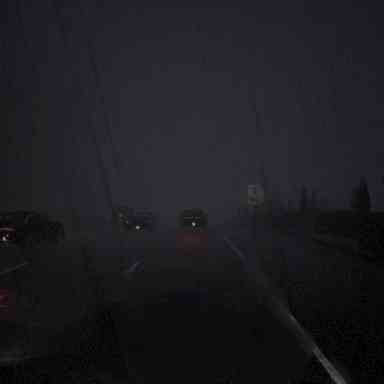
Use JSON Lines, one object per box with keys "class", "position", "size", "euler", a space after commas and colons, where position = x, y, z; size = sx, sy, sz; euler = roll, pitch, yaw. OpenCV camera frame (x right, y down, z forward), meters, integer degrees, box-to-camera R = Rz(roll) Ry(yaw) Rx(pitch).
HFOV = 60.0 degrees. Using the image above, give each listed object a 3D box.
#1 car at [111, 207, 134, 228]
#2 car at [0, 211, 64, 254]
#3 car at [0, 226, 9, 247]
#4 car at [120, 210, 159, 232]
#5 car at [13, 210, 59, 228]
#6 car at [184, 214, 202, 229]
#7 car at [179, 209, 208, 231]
{"class": "car", "position": [-6.890, 2.705, 34.721], "size": [2.150, 2.045, 5.566], "euler": [0, -6, 0]}
{"class": "car", "position": [-6.897, 1.546, 13.685], "size": [2.128, 1.511, 4.902], "euler": [0, -1, 0]}
{"class": "car", "position": [-3.400, 1.348, 1.946], "size": [2.097, 1.767, 4.553], "euler": [0, 0, 0]}
{"class": "car", "position": [-3.394, 2.064, 23.077], "size": [1.895, 1.301, 4.718], "euler": [0, -4, 0]}
{"class": "car", "position": [-14.067, 2.537, 30.302], "size": [1.837, 1.490, 4.892], "euler": [0, -6, 0]}
{"class": "car", "position": [0.112, 3.797, 42.582], "size": [2.097, 1.767, 4.553], "euler": [0, -7, 0]}
{"class": "car", "position": [0.107, 2.040, 24.194], "size": [1.837, 1.490, 4.892], "euler": [0, -4, 0]}
